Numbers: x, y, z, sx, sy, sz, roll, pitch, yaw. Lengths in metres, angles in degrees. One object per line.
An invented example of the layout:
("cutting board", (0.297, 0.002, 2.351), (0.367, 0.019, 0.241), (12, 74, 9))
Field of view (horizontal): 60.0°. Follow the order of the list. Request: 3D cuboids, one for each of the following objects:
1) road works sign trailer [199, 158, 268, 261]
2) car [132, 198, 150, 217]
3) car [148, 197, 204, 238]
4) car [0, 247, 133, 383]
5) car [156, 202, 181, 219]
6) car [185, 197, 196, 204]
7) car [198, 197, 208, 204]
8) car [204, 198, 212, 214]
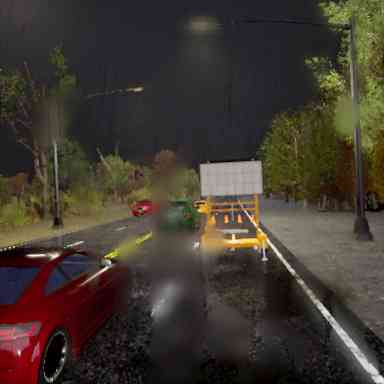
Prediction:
("road works sign trailer", (1.547, 0.562, 12.757), (2.380, 3.560, 2.880), (-3, 0, 7))
("car", (-5.341, 1.758, 38.897), (2.150, 2.045, 5.566), (-3, 0, 7))
("car", (-0.771, 1.459, 19.975), (2.150, 2.045, 5.566), (-3, -1, 6))
("car", (-2.364, 1.581, 5.361), (1.994, 1.385, 4.181), (0, 0, 6))
("car", (-2.439, 1.917, 35.533), (1.812, 1.442, 4.674), (-3, 0, 7))
("car", (-0.321, 1.903, 79.248), (2.033, 1.411, 5.357), (-3, 0, 7))
("car", (2.490, 1.833, 75.541), (1.812, 1.442, 4.674), (-3, 0, 7))
("car", (1.100, 1.711, 36.155), (1.882, 1.535, 5.008), (-3, 0, 7))
